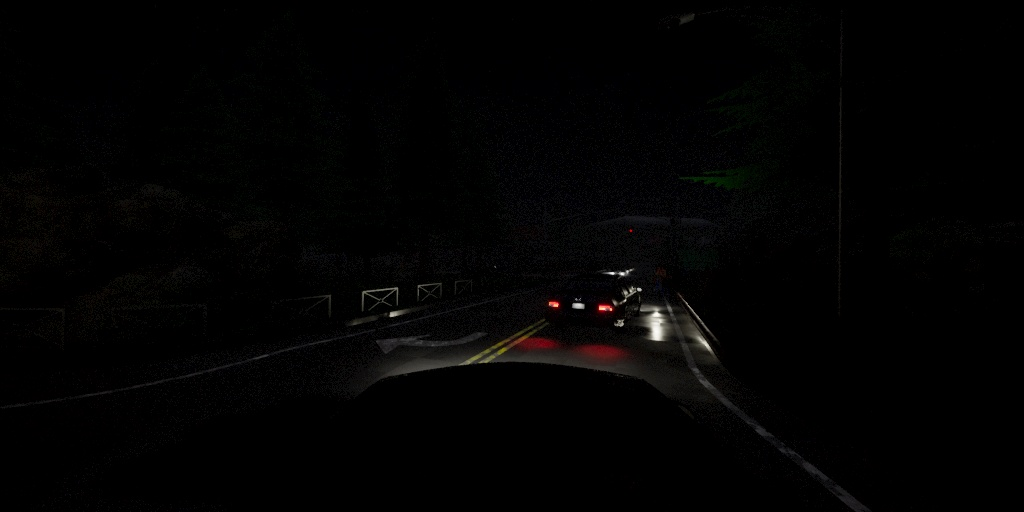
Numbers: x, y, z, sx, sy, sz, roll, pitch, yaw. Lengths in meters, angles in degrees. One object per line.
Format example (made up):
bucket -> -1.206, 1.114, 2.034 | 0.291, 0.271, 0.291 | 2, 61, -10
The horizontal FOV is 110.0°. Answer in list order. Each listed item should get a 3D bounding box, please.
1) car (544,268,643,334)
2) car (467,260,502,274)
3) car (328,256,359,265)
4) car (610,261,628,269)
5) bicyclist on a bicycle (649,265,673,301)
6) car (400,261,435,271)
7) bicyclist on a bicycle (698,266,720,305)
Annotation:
car -> 2.593, 1.219, 10.428 | 2.033, 1.411, 5.357 | 1, 0, 26
car -> -3.503, 1.366, 44.871 | 4.553, 1.767, 2.097 | 1, 0, 21
car -> -25.335, 0.989, 54.019 | 5.566, 2.045, 2.150 | 0, -1, 28
car -> 16.036, 1.812, 54.428 | 1.895, 1.301, 4.718 | 1, 0, 21
bicyclist on a bicycle -> 6.897, 1.235, 16.512 | 1.656, 1.620, 0.582 | 1, 0, -30
car -> -12.800, 1.384, 48.525 | 5.008, 1.535, 1.882 | 1, 0, 22
bicyclist on a bicycle -> 8.302, 1.247, 15.088 | 1.656, 1.620, 0.582 | 1, 0, -33
